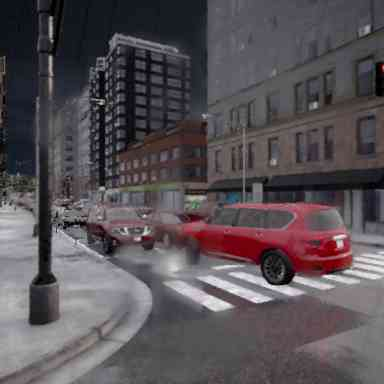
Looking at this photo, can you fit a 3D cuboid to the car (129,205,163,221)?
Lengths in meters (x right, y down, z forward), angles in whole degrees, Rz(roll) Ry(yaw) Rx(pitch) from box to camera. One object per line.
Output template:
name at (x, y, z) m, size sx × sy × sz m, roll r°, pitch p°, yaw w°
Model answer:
car at (-4.713, 2.018, 33.598) m, size 1.887 × 1.381 × 4.507 m, roll 0°, pitch -1°, yaw -30°

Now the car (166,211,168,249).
car at (-1.068, 1.687, 16.017) m, size 1.882 × 1.535 × 5.008 m, roll 0°, pitch -1°, yaw -29°

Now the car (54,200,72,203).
car at (-17.884, 2.204, 45.926) m, size 2.128 × 1.511 × 4.902 m, roll 0°, pitch -1°, yaw -30°

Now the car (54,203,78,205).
car at (-11.703, 1.973, 29.650) m, size 1.887 × 1.381 × 4.507 m, roll 0°, pitch -1°, yaw -30°

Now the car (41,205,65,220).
car at (-14.501, 2.088, 34.590) m, size 1.802 × 1.307 × 4.206 m, roll 0°, pitch -1°, yaw -30°

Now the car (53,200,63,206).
car at (-35.483, 2.893, 87.955) m, size 1.802 × 1.307 × 4.206 m, roll 0°, pitch -1°, yaw -30°

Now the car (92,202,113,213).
car at (-13.105, 2.249, 48.423) m, size 1.887 × 1.381 × 4.507 m, roll 0°, pitch -1°, yaw -30°

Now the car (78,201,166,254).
car at (-3.310, 1.511, 14.831) m, size 2.192 × 1.841 × 5.009 m, roll 0°, pitch -1°, yaw -30°

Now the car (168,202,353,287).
car at (1.856, 1.337, 10.068) m, size 2.150 × 2.045 × 5.566 m, roll 0°, pitch 0°, yaw -40°

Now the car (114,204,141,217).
car at (-7.510, 2.133, 38.539) m, size 1.802 × 1.307 × 4.206 m, roll 0°, pitch -1°, yaw -30°

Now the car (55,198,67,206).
car at (-32.686, 2.551, 83.017) m, size 2.192 × 1.841 × 5.009 m, roll 0°, pitch -1°, yaw -30°

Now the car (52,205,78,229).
car at (-8.905, 1.917, 24.709) m, size 1.947 × 1.339 × 4.313 m, roll 0°, pitch -1°, yaw -30°

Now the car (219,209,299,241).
car at (3.595, 1.768, 18.921) m, size 1.752 × 1.417 × 4.829 m, roll 0°, pitch -1°, yaw -30°

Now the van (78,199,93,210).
van at (-18.700, 2.199, 58.309) m, size 1.690 × 1.788 × 3.998 m, roll 0°, pitch -1°, yaw -30°

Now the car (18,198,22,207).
car at (-36.884, 2.431, 74.120) m, size 2.192 × 1.841 × 5.009 m, roll 0°, pitch -1°, yaw -30°

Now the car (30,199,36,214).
car at (-20.097, 2.099, 44.474) m, size 1.967 × 1.590 × 4.097 m, roll 0°, pitch -1°, yaw -30°

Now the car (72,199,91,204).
car at (-9.342, 1.792, 30.649) m, size 2.097 × 1.767 × 4.553 m, roll 0°, pitch -1°, yaw -30°

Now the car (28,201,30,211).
car at (-22.894, 2.318, 49.412) m, size 1.802 × 1.307 × 4.206 m, roll 0°, pitch -1°, yaw -30°

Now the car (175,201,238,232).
car at (0.881, 1.633, 23.718) m, size 2.192 × 1.841 × 5.009 m, roll 0°, pitch -1°, yaw -30°

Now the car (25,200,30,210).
car at (-25.692, 2.378, 54.353) m, size 1.947 × 1.339 × 4.313 m, roll 0°, pitch -1°, yaw -30°

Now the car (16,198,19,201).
car at (-42.479, 2.581, 84.001) m, size 2.192 × 1.841 × 5.009 m, roll 0°, pitch -1°, yaw -30°

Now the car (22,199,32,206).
car at (-28.490, 2.204, 59.297) m, size 2.192 × 1.841 × 5.009 m, roll 0°, pitch -1°, yaw -30°

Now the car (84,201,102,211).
car at (-15.902, 2.221, 53.366) m, size 1.967 × 1.590 × 4.097 m, roll 0°, pitch -1°, yaw -30°
